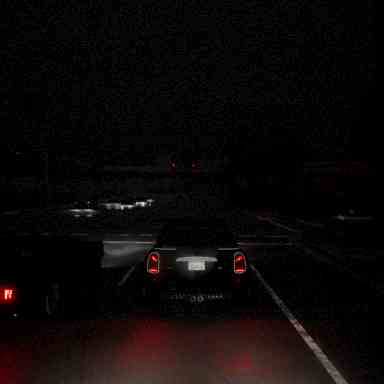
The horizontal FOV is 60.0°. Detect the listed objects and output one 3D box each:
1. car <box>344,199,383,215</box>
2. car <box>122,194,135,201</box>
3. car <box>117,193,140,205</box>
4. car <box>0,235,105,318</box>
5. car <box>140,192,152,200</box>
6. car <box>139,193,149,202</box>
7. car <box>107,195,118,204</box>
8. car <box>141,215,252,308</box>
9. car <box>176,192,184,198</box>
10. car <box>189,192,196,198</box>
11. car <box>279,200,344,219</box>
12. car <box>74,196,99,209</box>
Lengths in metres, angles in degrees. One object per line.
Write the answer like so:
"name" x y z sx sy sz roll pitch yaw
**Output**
"car" 16.744 1.505 32.771 4.892 1.490 1.837 0 0 -1
"car" -13.864 1.156 72.844 1.812 1.442 4.674 0 1 0
"car" -10.488 1.411 55.520 2.033 1.411 5.357 0 1 0
"car" -3.405 1.601 7.381 1.895 1.301 4.718 0 0 0
"car" -10.354 1.066 77.744 1.812 1.442 4.674 0 1 0
"car" -10.389 1.320 67.232 1.895 1.301 4.718 0 1 1
"car" -13.956 1.332 60.500 1.812 1.442 4.674 0 1 0
"car" 0.095 1.352 8.108 2.097 1.767 4.553 0 0 0
"car" -3.330 0.756 90.713 1.882 1.535 5.008 0 1 0
"car" 0.163 0.833 86.938 1.882 1.535 5.008 0 1 0
"car" 10.111 1.484 28.926 5.008 1.535 1.882 0 0 0
"car" -14.017 1.307 44.383 2.097 1.767 4.553 0 0 0
